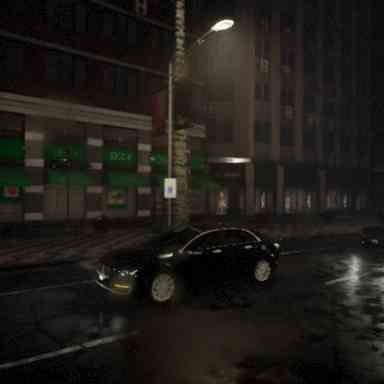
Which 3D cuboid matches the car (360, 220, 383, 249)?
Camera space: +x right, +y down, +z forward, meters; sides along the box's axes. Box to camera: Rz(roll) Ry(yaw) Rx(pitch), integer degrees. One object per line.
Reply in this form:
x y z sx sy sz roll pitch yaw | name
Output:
9.190 1.633 13.942 5.008 1.535 1.882 1 0 -29 | car

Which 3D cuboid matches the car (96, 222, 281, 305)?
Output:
0.121 1.554 8.284 4.892 1.490 1.837 1 -1 -35 | car
